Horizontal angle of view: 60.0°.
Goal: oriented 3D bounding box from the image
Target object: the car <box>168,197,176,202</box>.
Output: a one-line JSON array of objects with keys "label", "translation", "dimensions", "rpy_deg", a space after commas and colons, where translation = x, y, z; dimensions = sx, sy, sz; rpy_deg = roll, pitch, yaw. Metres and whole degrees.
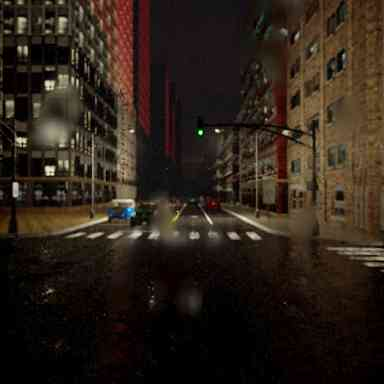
[{"label": "car", "translation": [-5.664, 2.183, 93.673], "dimensions": [2.008, 1.369, 4.403], "rpy_deg": [0, 0, 0]}]

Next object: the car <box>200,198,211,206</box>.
[{"label": "car", "translation": [2.708, 1.966, 65.918], "dimensions": [2.008, 1.369, 4.403], "rpy_deg": [0, 0, 0]}]

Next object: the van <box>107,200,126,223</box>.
[{"label": "van", "translation": [-5.685, 1.523, 27.065], "dimensions": [1.690, 1.788, 3.998], "rpy_deg": [0, 0, 0]}]

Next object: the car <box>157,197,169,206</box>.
[{"label": "car", "translation": [-5.673, 1.879, 65.920], "dimensions": [1.967, 1.590, 4.097], "rpy_deg": [0, 0, 0]}]

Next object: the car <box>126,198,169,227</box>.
[{"label": "car", "translation": [-3.124, 1.509, 24.334], "dimensions": [2.097, 1.767, 4.553], "rpy_deg": [0, 0, 1]}]

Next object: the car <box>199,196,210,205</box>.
[{"label": "car", "translation": [2.708, 1.768, 71.471], "dimensions": [2.192, 1.841, 5.009], "rpy_deg": [0, 0, 0]}]

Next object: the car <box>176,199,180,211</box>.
[{"label": "car", "translation": [-3.039, 1.631, 43.014], "dimensions": [2.097, 1.767, 4.553], "rpy_deg": [0, 0, 1]}]

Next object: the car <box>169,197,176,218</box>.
[{"label": "car", "translation": [-3.080, 1.566, 33.122], "dimensions": [2.097, 1.767, 4.553], "rpy_deg": [0, 0, 0]}]

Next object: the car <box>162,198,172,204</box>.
[{"label": "car", "translation": [-5.669, 2.066, 77.022], "dimensions": [2.008, 1.369, 4.403], "rpy_deg": [0, 0, 0]}]

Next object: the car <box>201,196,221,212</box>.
[{"label": "car", "translation": [2.700, 1.582, 43.717], "dimensions": [2.192, 1.841, 5.009], "rpy_deg": [0, 0, 0]}]

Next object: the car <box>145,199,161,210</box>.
[{"label": "car", "translation": [-5.678, 1.851, 49.098], "dimensions": [1.752, 1.417, 4.829], "rpy_deg": [0, 0, 0]}]

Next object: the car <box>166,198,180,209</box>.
[{"label": "car", "translation": [-2.985, 1.825, 53.458], "dimensions": [1.882, 1.535, 5.008], "rpy_deg": [0, 0, 0]}]

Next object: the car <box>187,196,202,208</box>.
[{"label": "car", "translation": [0.117, 1.840, 54.949], "dimensions": [2.128, 1.511, 4.902], "rpy_deg": [0, 0, 0]}]

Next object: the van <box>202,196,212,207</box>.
[{"label": "van", "translation": [2.705, 1.719, 60.369], "dimensions": [1.690, 1.788, 3.998], "rpy_deg": [0, 0, 0]}]
